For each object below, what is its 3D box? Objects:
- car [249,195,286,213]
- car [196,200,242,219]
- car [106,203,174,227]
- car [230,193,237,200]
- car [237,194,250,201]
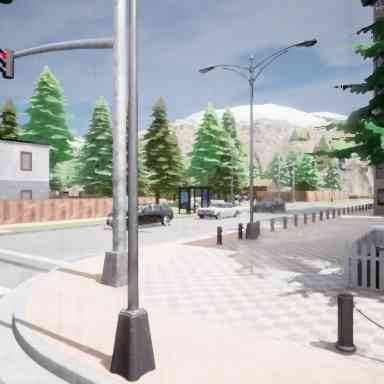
[{"bbox_3d":[8.606,1.337,36.723,2.097,1.767,4.553,0,0,38],"label":"car"},{"bbox_3d":[2.412,1.586,28.616,1.895,1.301,4.718,0,0,37],"label":"car"},{"bbox_3d":[-3.209,1.476,21.227,2.128,1.511,4.902,0,0,37],"label":"car"},{"bbox_3d":[10.741,1.146,79.113,1.905,1.878,3.866,0,0,36],"label":"car"},{"bbox_3d":[13.005,1.144,77.953,1.932,1.855,4.605,0,0,36],"label":"car"}]
